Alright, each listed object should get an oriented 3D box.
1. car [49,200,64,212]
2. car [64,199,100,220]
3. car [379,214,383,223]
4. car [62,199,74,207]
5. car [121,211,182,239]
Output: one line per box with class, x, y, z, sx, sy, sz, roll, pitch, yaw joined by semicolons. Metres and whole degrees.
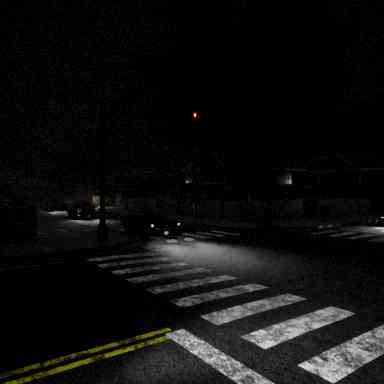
car;-17.972;1.909;44.667;1.994;1.385;4.181;0;0;-27
car;-10.184;1.590;31.051;2.097;1.767;4.553;0;0;-31
car;14.552;1.512;22.055;5.357;1.411;2.033;0;0;-36
car;-23.734;2.004;63.590;1.812;1.442;4.674;0;0;-23
car;-2.354;1.737;18.464;1.895;1.301;4.718;0;0;-30
